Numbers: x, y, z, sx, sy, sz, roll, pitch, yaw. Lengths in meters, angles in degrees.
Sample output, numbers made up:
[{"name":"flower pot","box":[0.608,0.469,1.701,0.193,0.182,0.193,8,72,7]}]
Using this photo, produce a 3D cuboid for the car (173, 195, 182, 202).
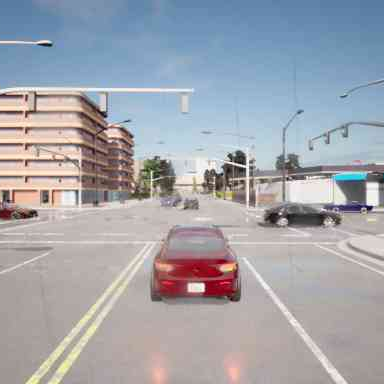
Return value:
[{"name":"car","box":[-3.504,1.525,82.282,2.128,1.511,4.902,0,0,0]}]

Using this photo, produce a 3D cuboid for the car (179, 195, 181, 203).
[{"name":"car","box":[-3.567,1.601,61.639,1.895,1.301,4.718,0,0,0]}]

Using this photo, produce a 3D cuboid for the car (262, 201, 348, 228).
[{"name":"car","box":[7.065,1.502,21.508,4.892,1.490,1.837,0,0,2]}]

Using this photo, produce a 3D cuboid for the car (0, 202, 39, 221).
[{"name":"car","box":[-15.019,1.479,26.091,5.357,1.411,2.033,0,0,0]}]

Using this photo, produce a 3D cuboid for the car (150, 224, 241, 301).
[{"name":"car","box":[0.082,1.526,8.195,1.812,1.442,4.674,0,0,0]}]

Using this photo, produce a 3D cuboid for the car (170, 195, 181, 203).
[{"name":"car","box":[-3.503,1.525,71.924,2.128,1.511,4.902,0,0,0]}]

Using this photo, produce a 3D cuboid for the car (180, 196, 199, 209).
[{"name":"car","box":[-0.066,1.489,44.433,2.128,1.511,4.902,0,0,2]}]

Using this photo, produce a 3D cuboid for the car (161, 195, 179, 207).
[{"name":"car","box":[-3.585,1.352,51.677,2.097,1.767,4.553,0,0,0]}]

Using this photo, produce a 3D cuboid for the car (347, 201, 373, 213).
[{"name":"car","box":[16.534,1.601,35.493,4.718,1.301,1.895,0,0,1]}]
